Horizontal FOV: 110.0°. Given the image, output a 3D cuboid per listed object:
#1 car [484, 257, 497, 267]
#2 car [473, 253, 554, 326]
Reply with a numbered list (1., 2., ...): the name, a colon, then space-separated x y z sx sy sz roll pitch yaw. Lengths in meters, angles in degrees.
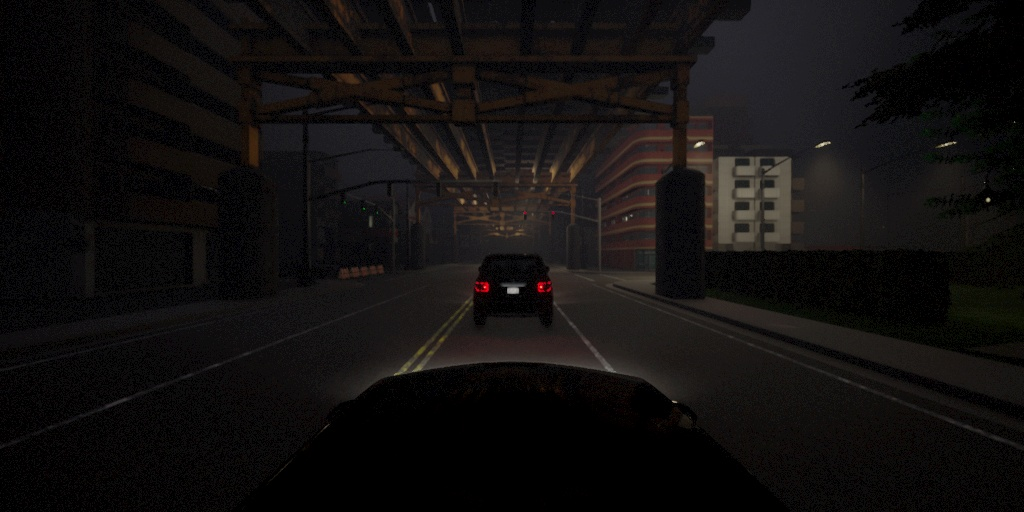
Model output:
1. car: -3.502 0.930 58.434 1.812 1.442 4.674 0 0 0
2. car: 0.056 0.915 11.509 2.150 2.045 5.566 0 1 1
